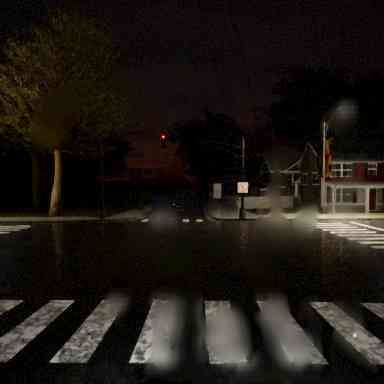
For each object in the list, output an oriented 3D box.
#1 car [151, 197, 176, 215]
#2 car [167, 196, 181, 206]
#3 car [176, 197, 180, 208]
[{"bbox_3d":[-2.958,1.449,33.795,1.882,1.535,5.008,0,0,0],"label":"car"},{"bbox_3d":[-2.865,1.486,54.726,2.033,1.411,5.357,0,0,0],"label":"car"},{"bbox_3d":[-2.914,1.462,44.097,1.837,1.490,4.892,0,0,0],"label":"car"}]
